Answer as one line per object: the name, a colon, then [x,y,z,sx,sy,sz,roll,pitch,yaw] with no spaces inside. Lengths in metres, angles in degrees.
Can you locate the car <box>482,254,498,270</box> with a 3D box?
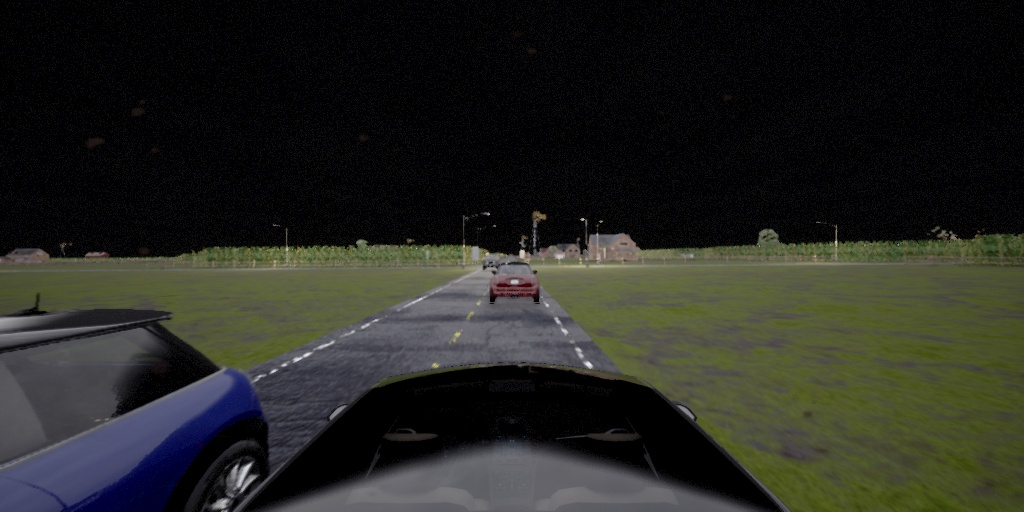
car: [-2.724,0.804,48.036,2.150,2.045,5.566,0,0,0]

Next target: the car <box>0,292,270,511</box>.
car: [-2.850,1.106,0.737,2.097,1.767,4.553,0,0,0]

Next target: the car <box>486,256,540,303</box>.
car: [0.110,1.044,16.421,2.097,1.767,4.553,0,0,0]
